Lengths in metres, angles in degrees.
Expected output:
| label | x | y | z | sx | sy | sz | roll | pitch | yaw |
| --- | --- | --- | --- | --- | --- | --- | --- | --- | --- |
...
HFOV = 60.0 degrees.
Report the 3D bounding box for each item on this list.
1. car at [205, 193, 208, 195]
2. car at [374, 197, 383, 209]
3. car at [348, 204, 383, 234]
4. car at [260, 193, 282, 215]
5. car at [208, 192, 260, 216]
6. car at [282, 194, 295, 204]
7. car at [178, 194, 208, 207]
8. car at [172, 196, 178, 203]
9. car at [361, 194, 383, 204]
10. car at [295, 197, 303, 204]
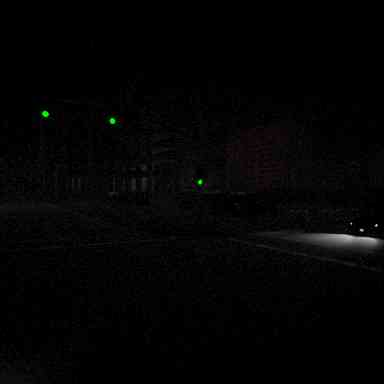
| label | x | y | z | sx | sy | sz | roll | pitch | yaw |
| --- | --- | --- | --- | --- | --- | --- | --- | --- | --- |
| car | 2.555 | 1.153 | 67.104 | 1.932 | 1.855 | 4.605 | 0 | 0 | -29 |
| car | 25.887 | 1.395 | 42.822 | 1.970 | 1.475 | 3.806 | 0 | 0 | -29 |
| car | 10.959 | 1.547 | 18.159 | 5.357 | 1.411 | 2.033 | 0 | 0 | -28 |
| car | 6.260 | 1.156 | 31.781 | 1.905 | 1.878 | 3.866 | 0 | 0 | -29 |
| car | 3.709 | 1.153 | 30.412 | 1.932 | 1.855 | 4.605 | 0 | 0 | -29 |
| car | 14.766 | 1.153 | 56.685 | 1.932 | 1.855 | 4.605 | 0 | 0 | -29 |
| car | 0.073 | 1.395 | 48.338 | 1.970 | 1.475 | 3.806 | 0 | 0 | -29 |
| car | -2.285 | 1.395 | 64.331 | 1.970 | 1.475 | 3.806 | 0 | 0 | -29 |
| car | 23.356 | 1.156 | 41.415 | 1.905 | 1.878 | 3.866 | 0 | 0 | -29 |
| car | 17.323 | 1.364 | 58.046 | 1.784 | 1.438 | 3.905 | 0 | 0 | -29 |
